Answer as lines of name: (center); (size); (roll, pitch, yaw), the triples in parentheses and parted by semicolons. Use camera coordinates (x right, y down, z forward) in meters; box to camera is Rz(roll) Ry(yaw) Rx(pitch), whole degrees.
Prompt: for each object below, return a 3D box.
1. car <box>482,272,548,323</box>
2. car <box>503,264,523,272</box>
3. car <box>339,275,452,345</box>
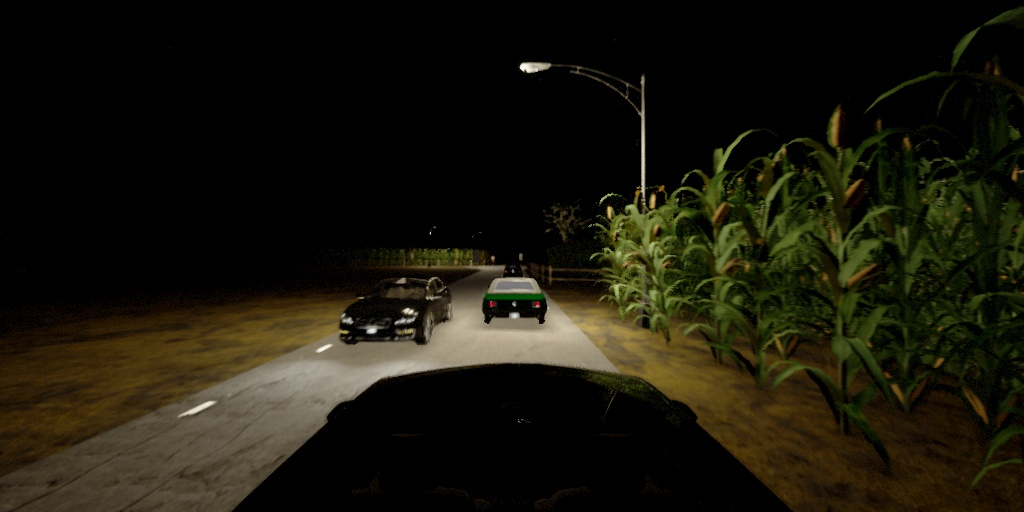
car: (0.083, 1.399, 12.303); (1.895, 1.301, 4.718); (0, 0, 0)
car: (0.097, 1.447, 34.151); (2.033, 1.411, 5.357); (0, 0, 0)
car: (-2.822, 1.293, 9.688); (1.837, 1.490, 4.892); (0, -1, 0)
